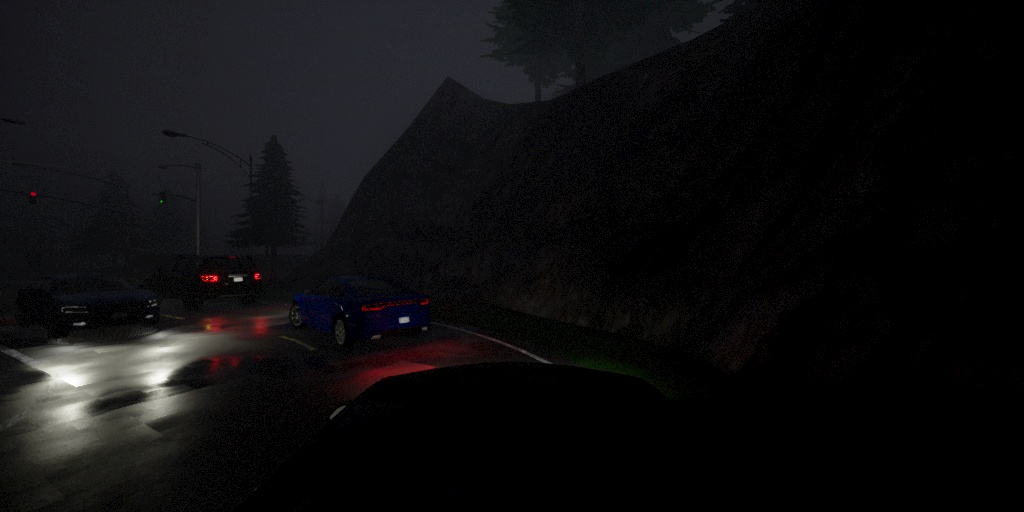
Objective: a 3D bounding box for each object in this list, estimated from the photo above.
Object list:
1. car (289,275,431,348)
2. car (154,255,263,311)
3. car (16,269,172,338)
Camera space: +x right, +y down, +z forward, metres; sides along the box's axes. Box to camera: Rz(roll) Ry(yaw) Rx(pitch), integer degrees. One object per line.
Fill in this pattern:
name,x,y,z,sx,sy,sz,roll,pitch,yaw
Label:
car,-4.129,1.228,9.418,5.008,1.535,1.882,0,0,43
car,-12.648,0.971,14.647,5.566,2.045,2.150,0,0,27
car,-12.104,1.227,10.210,5.008,1.535,1.882,0,0,28
